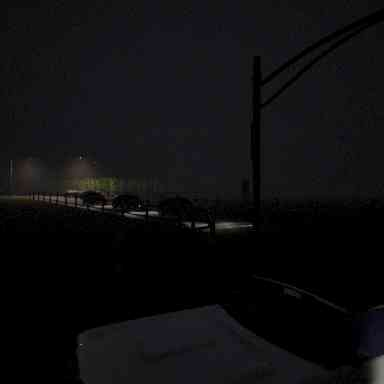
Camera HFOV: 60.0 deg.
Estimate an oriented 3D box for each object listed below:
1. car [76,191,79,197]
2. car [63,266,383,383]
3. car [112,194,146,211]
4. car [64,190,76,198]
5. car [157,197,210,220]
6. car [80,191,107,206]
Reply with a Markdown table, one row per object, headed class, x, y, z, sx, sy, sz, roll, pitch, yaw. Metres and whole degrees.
| class | x | y | z | sx | sy | sz | roll | pitch | yaw |
| --- | --- | --- | --- | --- | --- | --- | --- | --- | --- |
| car | -16.483 | 0.540 | 53.260 | 1.882 | 1.535 | 5.008 | 0 | 1 | -35 |
| car | 1.164 | 1.601 | 3.529 | 4.718 | 1.301 | 1.895 | 0 | 0 | -26 |
| car | -6.124 | 0.970 | 31.959 | 1.837 | 1.490 | 4.892 | 0 | 1 | -35 |
| car | -22.405 | 0.375 | 61.745 | 2.128 | 1.511 | 4.902 | 0 | 1 | -35 |
| car | -0.720 | 1.114 | 24.208 | 1.882 | 1.535 | 5.008 | 0 | 1 | -35 |
| car | -11.737 | 0.815 | 40.027 | 1.812 | 1.442 | 4.674 | 0 | 1 | -35 |
